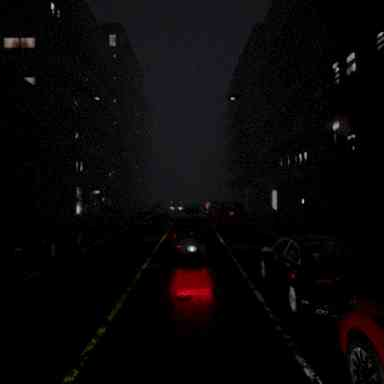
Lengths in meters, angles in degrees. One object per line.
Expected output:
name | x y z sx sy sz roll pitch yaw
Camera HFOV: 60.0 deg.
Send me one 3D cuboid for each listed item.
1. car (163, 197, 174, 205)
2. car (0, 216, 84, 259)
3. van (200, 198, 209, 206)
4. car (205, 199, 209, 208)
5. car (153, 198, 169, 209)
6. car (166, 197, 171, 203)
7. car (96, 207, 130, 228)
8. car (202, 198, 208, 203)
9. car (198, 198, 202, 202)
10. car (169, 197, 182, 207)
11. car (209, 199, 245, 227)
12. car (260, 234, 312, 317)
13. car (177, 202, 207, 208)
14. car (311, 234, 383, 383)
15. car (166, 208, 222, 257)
car | -5.747 2.178 81.355 2.192 1.841 5.009 -1 -1 0
car | -5.708 1.676 13.140 1.887 1.381 4.507 -1 -1 0
van | 2.640 2.077 69.987 1.690 1.788 3.998 -1 -1 0
car | 3.122 1.964 44.630 1.837 1.490 4.892 0 -1 0
car | -5.731 2.176 58.615 1.947 1.339 4.313 -1 -1 0
car | -5.734 2.238 64.299 1.947 1.339 4.313 -1 -1 0
car | -5.713 1.793 24.509 1.887 1.381 4.507 -1 -1 0
car | 3.086 1.887 51.602 2.097 1.767 4.553 0 -1 0
car | 2.645 2.200 64.470 1.752 1.417 4.829 -1 -1 0
car | -3.052 2.037 65.365 2.097 1.767 4.553 0 -1 0
car | 2.664 1.563 24.512 2.192 1.841 5.009 -1 -1 0
car | 2.676 1.625 7.456 2.008 1.369 4.403 -1 -1 0
car | 0.009 1.855 28.524 1.994 1.385 4.181 0 -1 1
car | 2.676 1.334 1.774 2.192 1.841 5.009 -1 -1 0
car | 0.016 1.642 13.492 1.837 1.490 4.892 0 0 0
